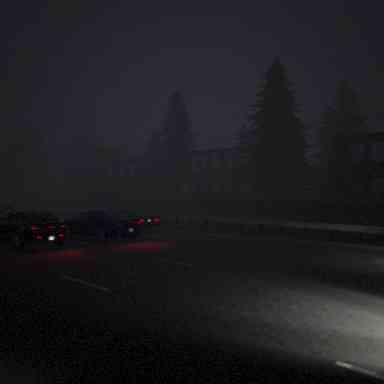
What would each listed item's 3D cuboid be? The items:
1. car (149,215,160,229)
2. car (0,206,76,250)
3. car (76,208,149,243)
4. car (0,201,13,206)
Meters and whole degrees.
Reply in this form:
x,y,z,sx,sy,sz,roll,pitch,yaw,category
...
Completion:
x,y,z,sx,sy,sz,roll,pitch,yaw,category
-4.471,1.743,21.473,5.357,1.411,2.033,0,-1,40,car
-7.477,1.586,14.867,4.892,1.490,1.837,0,-1,40,car
-4.748,1.620,17.148,5.008,1.535,1.882,0,-1,40,car
-19.884,1.673,34.319,4.674,1.442,1.812,0,-1,40,car
